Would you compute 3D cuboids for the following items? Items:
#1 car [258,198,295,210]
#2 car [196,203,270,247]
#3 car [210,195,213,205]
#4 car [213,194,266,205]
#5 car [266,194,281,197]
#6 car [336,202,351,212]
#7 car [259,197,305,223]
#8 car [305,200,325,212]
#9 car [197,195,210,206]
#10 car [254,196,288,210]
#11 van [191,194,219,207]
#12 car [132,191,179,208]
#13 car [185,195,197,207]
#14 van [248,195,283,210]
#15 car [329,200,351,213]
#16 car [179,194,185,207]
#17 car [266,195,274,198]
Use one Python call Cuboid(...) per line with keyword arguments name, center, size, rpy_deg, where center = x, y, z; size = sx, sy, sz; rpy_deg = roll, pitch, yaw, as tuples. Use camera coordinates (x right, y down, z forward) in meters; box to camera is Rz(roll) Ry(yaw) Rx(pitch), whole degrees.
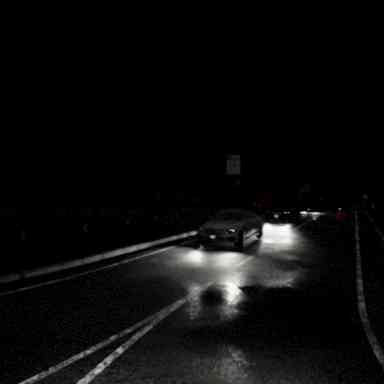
Cuboid(name="car", center=(13.059, 1.834, 51.447), size=(5.366, 1.575, 1.946), rpy_deg=(1, -2, 26))
Cuboid(name="car", center=(1.872, 1.451, 14.903), size=(1.812, 1.442, 4.674), rpy_deg=(1, 0, 28))
Cuboid(name="car", center=(0.751, 1.573, 55.021), size=(5.366, 1.575, 1.946), rpy_deg=(1, -2, 26))
Cuboid(name="car", center=(5.025, 1.209, 35.240), size=(4.553, 1.767, 2.185), rpy_deg=(1, -1, 26))
Cuboid(name="car", center=(7.596, 1.215, 40.611), size=(5.566, 2.045, 2.435), rpy_deg=(1, -1, 26))
Cuboid(name="car", center=(22.728, 2.167, 49.881), size=(1.895, 1.301, 4.718), rpy_deg=(1, 0, 26))
Cuboid(name="car", center=(6.914, 1.420, 25.172), size=(2.128, 1.511, 4.902), rpy_deg=(1, 0, 26))
Cuboid(name="car", center=(14.781, 1.740, 41.156), size=(2.033, 1.411, 5.357), rpy_deg=(1, -1, 27))
Cuboid(name="car", center=(-0.407, 1.486, 52.626), size=(5.366, 1.575, 1.946), rpy_deg=(1, -1, 26))
Cuboid(name="car", center=(11.599, 1.606, 48.919), size=(4.553, 1.767, 2.185), rpy_deg=(1, -2, 26))
Cuboid(name="van", center=(2.244, 1.453, 57.409), size=(4.442, 1.987, 1.878), rpy_deg=(1, -2, 26))
Cuboid(name="car", center=(-5.050, 0.951, 42.465), size=(5.566, 2.045, 2.435), rpy_deg=(1, -1, 26))
Cuboid(name="car", center=(-2.695, 1.076, 47.392), size=(5.566, 2.045, 2.435), rpy_deg=(1, -1, 26))
Cuboid(name="van", center=(10.205, 1.411, 46.225), size=(4.442, 1.987, 1.878), rpy_deg=(1, -1, 26))
Cuboid(name="car", center=(18.135, 1.768, 40.504), size=(1.837, 1.490, 4.892), rpy_deg=(1, -1, 26))
Cuboid(name="car", center=(-3.925, 1.262, 44.879), size=(4.892, 1.521, 2.231), rpy_deg=(1, -1, 26))
Cuboid(name="car", center=(6.354, 1.402, 37.965), size=(5.008, 1.535, 2.097), rpy_deg=(1, -1, 26))
